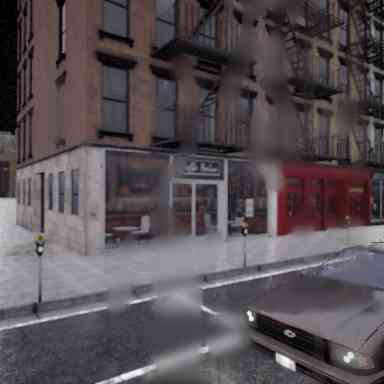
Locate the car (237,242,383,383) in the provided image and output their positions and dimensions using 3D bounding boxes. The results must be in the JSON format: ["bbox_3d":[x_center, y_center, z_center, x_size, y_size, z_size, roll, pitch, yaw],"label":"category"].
[{"bbox_3d":[3.244,1.585,5.381,5.357,1.411,2.033,0,0,-35],"label":"car"}]
